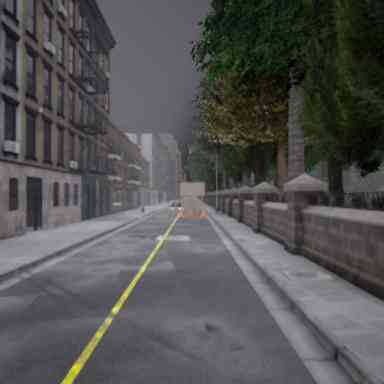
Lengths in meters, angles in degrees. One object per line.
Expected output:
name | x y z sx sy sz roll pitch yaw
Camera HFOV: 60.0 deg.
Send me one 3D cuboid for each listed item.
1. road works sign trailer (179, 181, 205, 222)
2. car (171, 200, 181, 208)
road works sign trailer | 0.004 0.786 29.995 2.380 3.560 2.880 0 -1 0
car | -3.009 2.270 64.995 1.812 1.442 4.674 0 -1 1
